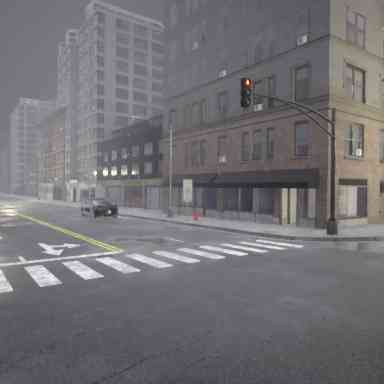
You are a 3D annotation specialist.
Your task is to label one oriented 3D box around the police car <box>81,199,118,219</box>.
[{"bbox_3d":[-8.053,1.378,28.488,1.930,1.638,5.238,0,0,-35],"label":"police car"}]
